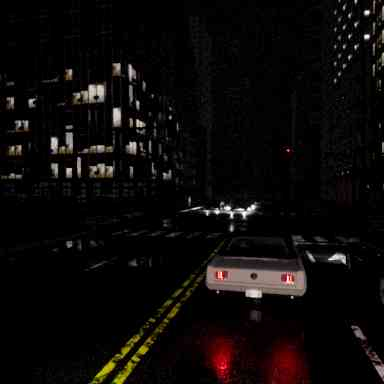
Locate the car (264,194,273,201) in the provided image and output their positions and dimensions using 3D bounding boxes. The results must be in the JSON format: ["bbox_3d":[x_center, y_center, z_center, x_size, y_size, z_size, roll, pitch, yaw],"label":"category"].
[{"bbox_3d":[18.588,1.283,80.533,2.128,1.511,4.902,0,0,13],"label":"car"}]

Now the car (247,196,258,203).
[{"bbox_3d":[12.723,1.483,69.732,2.033,1.411,5.357,0,0,13],"label":"car"}]

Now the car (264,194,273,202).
[{"bbox_3d":[16.317,1.528,70.825,1.895,1.301,4.718,0,0,13],"label":"car"}]

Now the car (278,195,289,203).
[{"bbox_3d":[19.380,1.472,69.648,2.033,1.411,5.357,0,0,13],"label":"car"}]

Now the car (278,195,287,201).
[{"bbox_3d":[21.760,1.353,79.821,1.895,1.301,4.718,0,0,13],"label":"car"}]

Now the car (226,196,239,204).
[{"bbox_3d":[7.795,1.458,63.162,1.837,1.490,4.892,0,0,14],"label":"car"}]

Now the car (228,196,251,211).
[{"bbox_3d":[5.834,1.502,40.721,1.812,1.442,4.674,0,0,13],"label":"car"}]

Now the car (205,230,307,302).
[{"bbox_3d":[1.688,1.597,8.327,1.895,1.301,4.718,0,0,14],"label":"car"}]

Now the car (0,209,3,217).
[{"bbox_3d":[-17.366,1.434,26.630,4.313,1.339,1.947,1,1,14],"label":"car"}]

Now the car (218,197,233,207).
[{"bbox_3d":[5.378,1.566,53.029,1.895,1.301,4.718,0,0,13],"label":"car"}]

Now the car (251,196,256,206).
[{"bbox_3d":[7.942,1.459,49.725,2.128,1.511,4.902,0,0,13],"label":"car"}]

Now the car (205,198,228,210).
[{"bbox_3d":[3.062,1.522,43.159,2.033,1.411,5.357,0,0,13],"label":"car"}]

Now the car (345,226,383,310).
[{"bbox_3d":[4.819,1.501,7.429,1.837,1.490,4.892,0,0,13],"label":"car"}]
